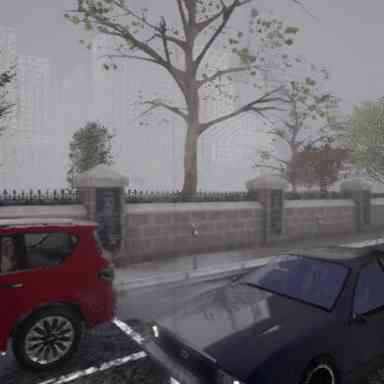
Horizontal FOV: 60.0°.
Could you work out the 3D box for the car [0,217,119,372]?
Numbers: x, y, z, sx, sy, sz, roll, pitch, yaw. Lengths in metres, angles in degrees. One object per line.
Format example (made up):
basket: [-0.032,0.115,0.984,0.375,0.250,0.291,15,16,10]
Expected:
car: [-3.406,1.315,4.128,5.009,1.841,2.192,0,0,-35]

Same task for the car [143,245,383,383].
car: [2.050,1.553,4.821,5.357,1.411,2.033,0,0,-35]
